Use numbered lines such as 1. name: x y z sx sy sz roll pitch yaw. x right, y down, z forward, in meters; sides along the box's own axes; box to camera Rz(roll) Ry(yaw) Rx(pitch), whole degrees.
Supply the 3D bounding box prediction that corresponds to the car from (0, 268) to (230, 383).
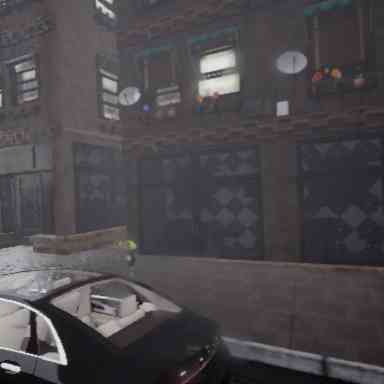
1. car: -1.784 1.543 3.596 4.403 1.369 2.008 -1 -1 26
